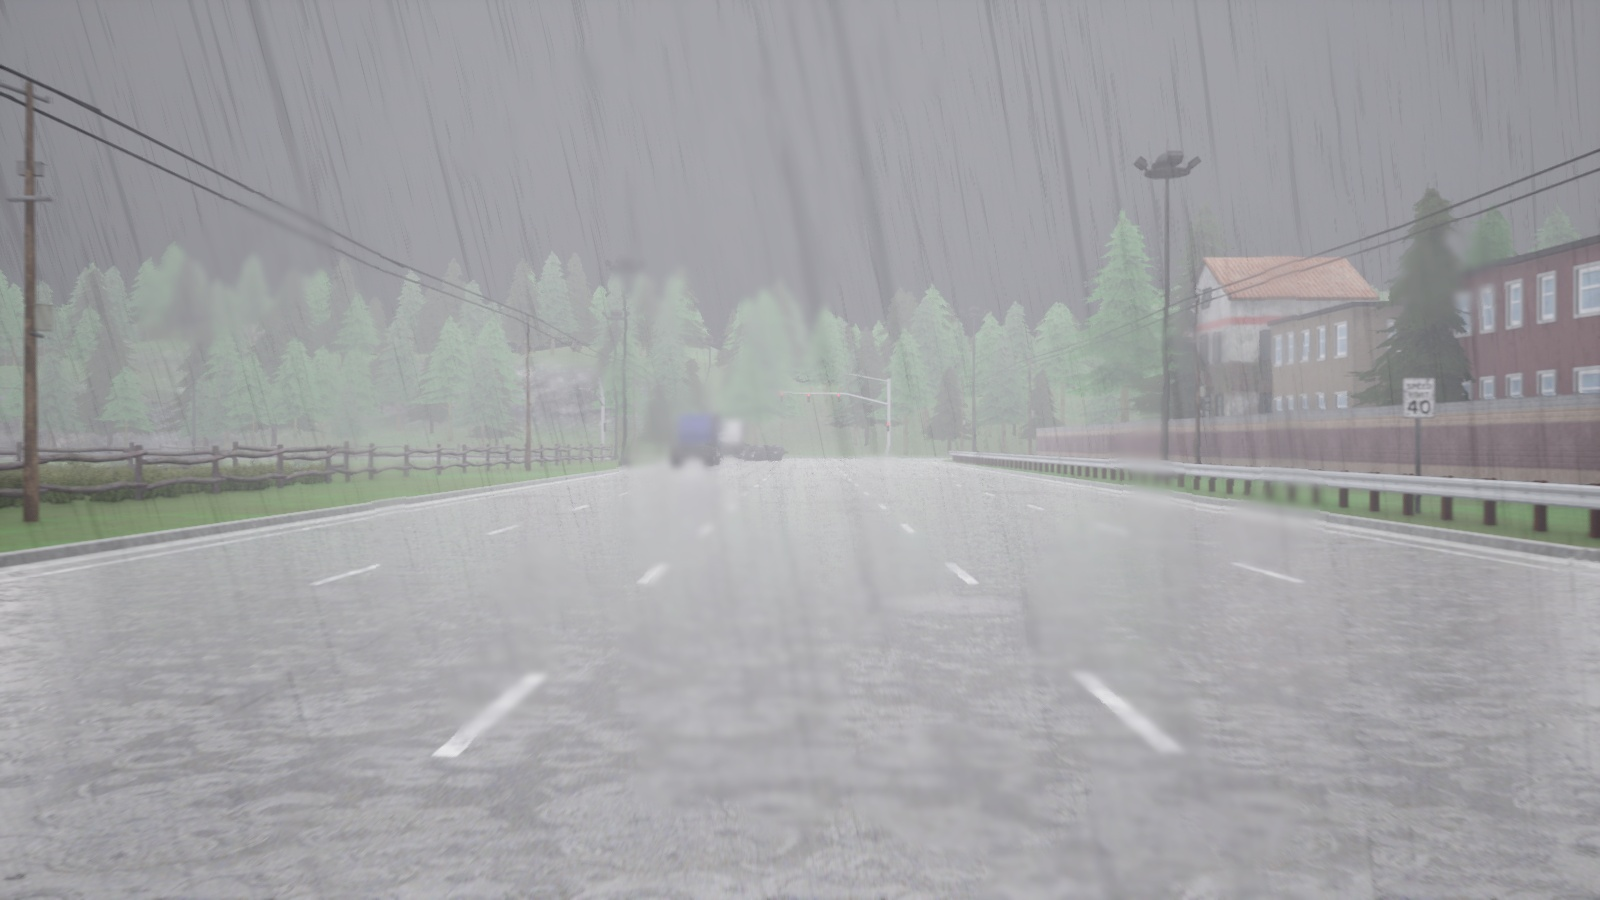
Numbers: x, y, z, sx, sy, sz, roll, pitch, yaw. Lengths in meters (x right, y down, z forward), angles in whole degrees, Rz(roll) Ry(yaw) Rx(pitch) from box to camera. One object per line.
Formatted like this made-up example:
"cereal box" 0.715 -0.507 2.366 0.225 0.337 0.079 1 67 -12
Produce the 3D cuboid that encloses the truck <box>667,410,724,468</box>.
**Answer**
"truck" -6.536 -0.686 79.443 2.891 3.462 7.936 0 0 0
